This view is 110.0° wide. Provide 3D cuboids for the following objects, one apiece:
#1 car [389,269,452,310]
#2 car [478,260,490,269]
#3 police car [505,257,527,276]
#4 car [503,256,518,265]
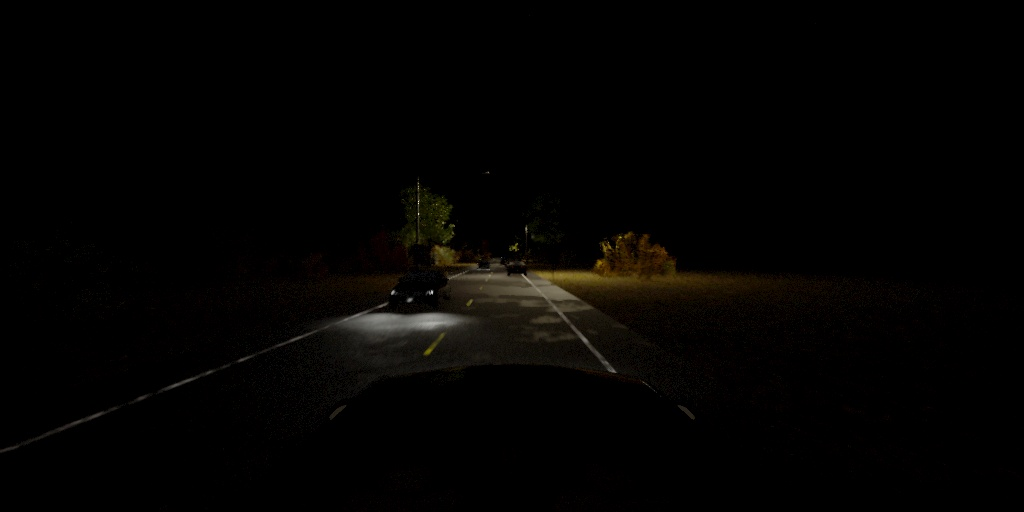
[{"bbox_3d":[-3.688,1.311,15.186,1.812,1.442,4.674,0,0,-1],"label":"car"},{"bbox_3d":[-4.631,1.380,60.155,2.033,1.411,5.357,0,0,-1],"label":"car"},{"bbox_3d":[0.480,1.230,37.930,1.930,1.638,5.238,0,0,-1],"label":"police car"},{"bbox_3d":[0.089,1.043,53.845,2.150,2.045,5.566,0,0,-1],"label":"car"}]
